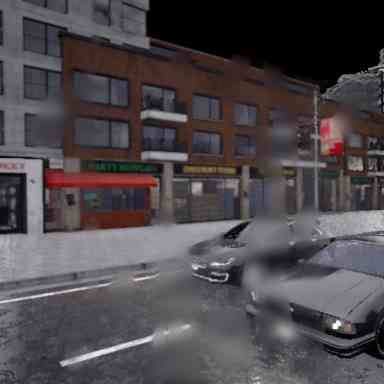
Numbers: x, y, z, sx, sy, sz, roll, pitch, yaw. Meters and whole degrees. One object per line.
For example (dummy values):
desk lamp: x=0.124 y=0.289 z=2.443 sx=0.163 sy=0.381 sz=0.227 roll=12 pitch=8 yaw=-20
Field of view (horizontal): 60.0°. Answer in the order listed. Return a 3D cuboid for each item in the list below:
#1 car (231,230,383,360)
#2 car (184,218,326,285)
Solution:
car: x=3.455 y=1.551 z=6.152 sx=5.357 sy=1.411 sz=2.033 roll=0 pitch=0 yaw=-36
car: x=2.044 y=1.509 z=9.135 sx=4.892 sy=1.490 sz=1.837 roll=0 pitch=0 yaw=-35
